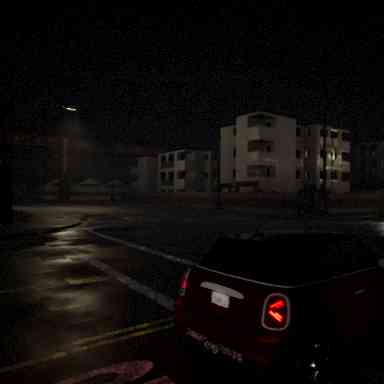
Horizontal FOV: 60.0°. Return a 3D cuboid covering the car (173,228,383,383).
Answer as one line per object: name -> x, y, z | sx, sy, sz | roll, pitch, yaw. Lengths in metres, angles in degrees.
car -> 1.977, 1.383, 5.477 | 4.553, 1.767, 2.097 | 1, -1, -40
